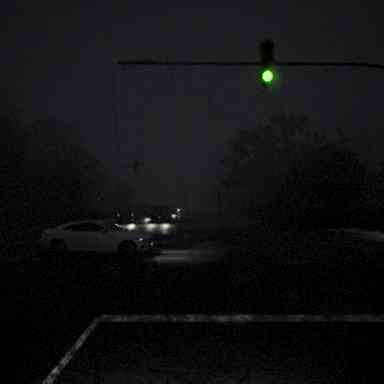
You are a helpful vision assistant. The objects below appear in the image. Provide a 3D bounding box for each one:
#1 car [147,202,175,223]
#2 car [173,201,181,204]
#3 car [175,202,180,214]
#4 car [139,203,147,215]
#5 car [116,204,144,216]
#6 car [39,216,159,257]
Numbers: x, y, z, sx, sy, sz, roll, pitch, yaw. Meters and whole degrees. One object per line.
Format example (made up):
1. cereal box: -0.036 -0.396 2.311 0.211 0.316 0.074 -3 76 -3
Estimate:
1. car: -3.589 2.479 39.132 2.150 2.045 5.566 0 -1 0
2. car: -3.488 2.745 71.897 1.837 1.490 4.892 0 1 0
3. car: -3.546 2.976 56.290 2.033 1.411 5.357 0 0 1
4. car: -7.078 2.636 49.261 2.150 2.045 5.566 0 0 0
5. car: -7.090 2.560 37.228 2.097 1.767 4.553 0 -2 0
6. car: -3.997 1.894 14.062 4.674 1.442 1.812 0 -2 5
